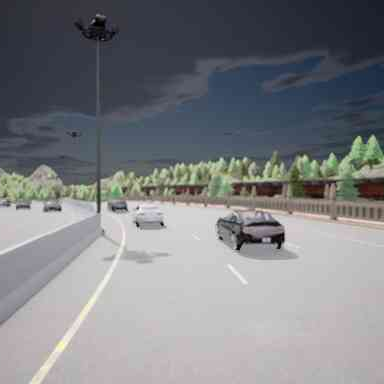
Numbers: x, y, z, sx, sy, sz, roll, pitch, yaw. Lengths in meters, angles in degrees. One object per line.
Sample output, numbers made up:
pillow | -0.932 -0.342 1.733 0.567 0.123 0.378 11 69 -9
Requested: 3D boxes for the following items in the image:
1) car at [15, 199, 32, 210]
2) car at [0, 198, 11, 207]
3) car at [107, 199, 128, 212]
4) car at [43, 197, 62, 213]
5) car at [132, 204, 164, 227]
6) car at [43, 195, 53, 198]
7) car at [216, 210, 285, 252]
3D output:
car | -23.595 1.702 46.705 1.837 1.490 4.892 0 0 -24
car | -30.998 1.752 54.744 2.128 1.511 4.902 0 0 -24
car | -9.044 1.571 40.120 2.128 1.511 4.902 0 0 -23
car | -16.742 1.706 39.945 1.994 1.385 4.181 0 0 -24
car | -3.132 1.558 23.287 1.812 1.442 4.674 0 0 -14
car | -33.395 1.307 77.186 2.097 1.767 4.553 0 -1 -24
car | 2.287 1.489 14.101 2.128 1.511 4.902 0 0 -8
